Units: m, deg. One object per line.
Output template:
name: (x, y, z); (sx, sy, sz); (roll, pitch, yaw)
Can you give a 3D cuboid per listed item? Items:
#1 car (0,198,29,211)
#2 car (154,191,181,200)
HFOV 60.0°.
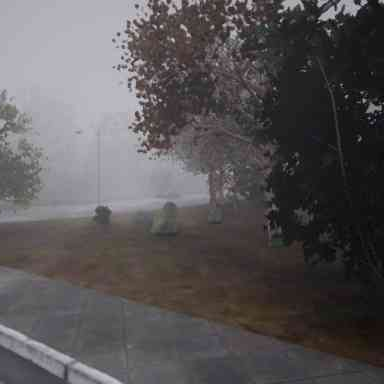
car: (-20.846, 1.464, 37.177); (1.837, 1.490, 4.892); (0, 1, 39)
car: (-4.125, 0.501, 57.836); (2.033, 1.411, 5.357); (0, 3, 39)
